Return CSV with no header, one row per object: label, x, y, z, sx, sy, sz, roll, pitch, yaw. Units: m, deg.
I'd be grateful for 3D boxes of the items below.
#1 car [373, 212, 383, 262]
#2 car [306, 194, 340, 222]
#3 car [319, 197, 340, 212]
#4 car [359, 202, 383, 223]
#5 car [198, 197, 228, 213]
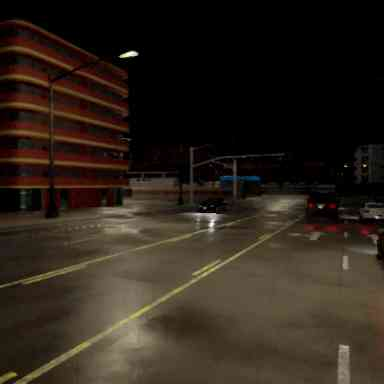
car,6.273,1.511,9.157,1.812,1.442,4.674,0,0,25
car,10.127,1.133,25.718,2.150,2.045,5.566,1,1,25
car,15.376,1.371,37.167,1.994,1.385,4.181,0,1,23
car,13.367,1.463,24.422,1.812,1.442,4.674,0,0,25
car,2.263,1.296,34.054,1.837,1.490,4.892,0,0,26
